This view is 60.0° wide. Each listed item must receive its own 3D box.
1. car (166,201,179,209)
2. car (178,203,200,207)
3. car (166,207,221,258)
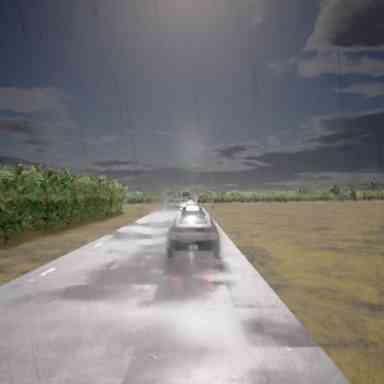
[{"bbox_3d":[-2.857,2.026,50.946,1.895,1.301,4.718,0,-1,0],"label":"car"},{"bbox_3d":[0.054,1.735,28.531,1.994,1.385,4.181,0,0,0],"label":"car"},{"bbox_3d":[0.061,1.560,12.997,2.128,1.511,4.902,0,0,0],"label":"car"}]
